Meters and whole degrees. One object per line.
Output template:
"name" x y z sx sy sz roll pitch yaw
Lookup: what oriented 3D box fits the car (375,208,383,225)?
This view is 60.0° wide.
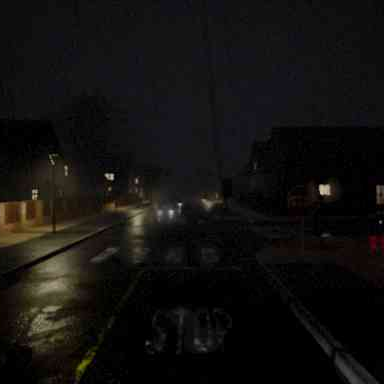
"car" 11.382 1.188 15.813 4.902 1.511 2.128 -1 0 0

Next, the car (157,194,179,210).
"car" -2.851 1.220 37.764 2.033 1.411 5.357 0 0 0

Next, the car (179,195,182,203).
"car" -2.785 1.095 57.693 1.812 1.442 4.674 0 0 0
